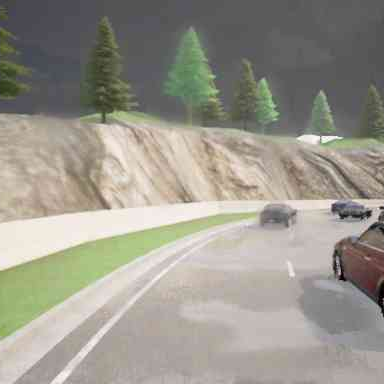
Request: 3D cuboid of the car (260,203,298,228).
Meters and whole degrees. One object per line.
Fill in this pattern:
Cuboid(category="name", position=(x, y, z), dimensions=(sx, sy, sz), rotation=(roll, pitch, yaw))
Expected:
Cuboid(category="car", position=(6.030, 1.557, 22.873), dimensions=(1.837, 1.490, 4.892), rotation=(0, 0, 27))

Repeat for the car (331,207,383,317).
Cuboid(category="car", position=(4.545, 1.390, 6.981), dimensions=(2.097, 1.767, 4.553), rotation=(1, 0, 8))

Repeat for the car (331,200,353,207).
Cuboid(category="car", position=(17.538, 1.625, 37.522), dimensions=(5.008, 1.535, 1.882), rotation=(0, 0, -42))

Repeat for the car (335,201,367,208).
Cuboid(category="car", position=(14.262, 1.721, 28.799), dimensions=(1.895, 1.301, 4.718), rotation=(0, 0, 38))

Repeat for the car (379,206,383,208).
Cuboid(category="car", position=(11.136, 1.314, 17.152), dimensions=(2.150, 2.045, 5.566), rotation=(0, 0, 24))
